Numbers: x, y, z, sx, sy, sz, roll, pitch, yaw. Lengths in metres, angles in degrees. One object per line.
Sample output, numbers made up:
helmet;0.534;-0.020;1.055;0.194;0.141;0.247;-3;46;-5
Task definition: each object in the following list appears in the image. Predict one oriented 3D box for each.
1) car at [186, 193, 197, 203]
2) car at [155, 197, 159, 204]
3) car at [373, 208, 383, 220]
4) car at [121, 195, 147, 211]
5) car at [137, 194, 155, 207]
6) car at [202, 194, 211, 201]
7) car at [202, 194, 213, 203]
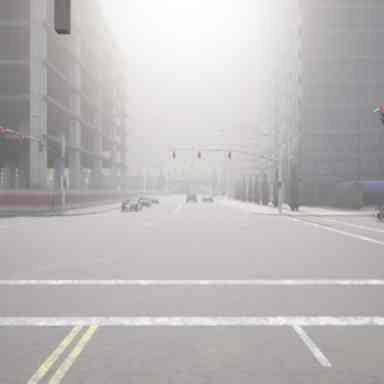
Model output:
car;-0.081;1.171;69.340;2.150;2.045;5.566;0;0;0
car;-7.133;1.519;61.332;1.994;1.385;4.181;0;0;0
car;16.340;1.473;25.158;4.902;1.511;2.128;0;0;0
car;-7.134;1.463;39.603;2.128;1.511;4.902;0;0;0
car;-7.140;1.468;50.018;1.837;1.490;4.892;0;0;0
car;3.407;1.338;79.967;1.837;1.490;4.892;0;0;0
car;3.419;1.472;69.924;1.812;1.442;4.674;0;0;0
